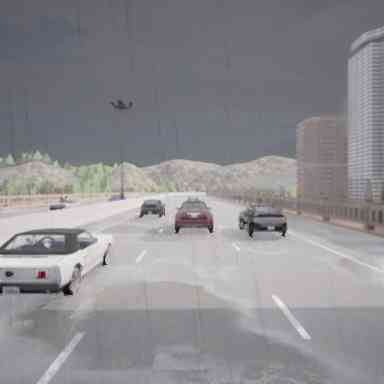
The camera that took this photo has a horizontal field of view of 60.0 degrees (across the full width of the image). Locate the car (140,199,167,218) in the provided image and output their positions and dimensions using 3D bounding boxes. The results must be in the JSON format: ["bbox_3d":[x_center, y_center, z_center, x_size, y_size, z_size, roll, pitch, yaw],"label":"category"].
[{"bbox_3d":[-3.381,1.390,29.141,1.837,1.490,4.892,0,0,0],"label":"car"}]

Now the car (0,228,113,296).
[{"bbox_3d":[-3.401,1.566,8.500,1.895,1.301,4.718,0,0,0],"label":"car"}]

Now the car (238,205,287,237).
[{"bbox_3d":[3.611,1.421,17.580,2.128,1.511,4.902,0,0,0],"label":"car"}]

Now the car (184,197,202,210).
[{"bbox_3d":[0.123,1.387,40.666,2.033,1.411,5.357,0,0,0],"label":"car"}]

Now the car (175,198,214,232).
[{"bbox_3d":[0.112,1.274,19.593,2.097,1.767,4.553,0,0,0],"label":"car"}]

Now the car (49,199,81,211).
[{"bbox_3d":[-14.042,1.456,36.998,1.895,1.301,4.718,0,0,0],"label":"car"}]

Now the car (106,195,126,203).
[{"bbox_3d":[-10.544,1.168,46.616,2.097,1.767,4.553,0,0,0],"label":"car"}]
